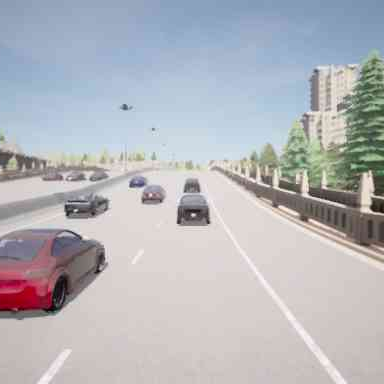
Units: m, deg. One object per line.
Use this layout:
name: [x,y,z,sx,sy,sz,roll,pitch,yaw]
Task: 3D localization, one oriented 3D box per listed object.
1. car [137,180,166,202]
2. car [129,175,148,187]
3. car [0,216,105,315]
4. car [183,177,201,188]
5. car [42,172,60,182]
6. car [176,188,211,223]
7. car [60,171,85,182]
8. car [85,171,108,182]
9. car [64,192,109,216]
car: [-3.430,0.049,30.081,2.033,1.411,5.357,0,6,0]
car: [-6.947,-1.490,43.575,1.994,1.385,4.181,0,7,0]
car: [-3.405,1.510,7.616,1.994,1.385,4.181,0,1,0]
car: [0.028,-0.917,38.117,1.837,1.490,4.892,0,7,0]
car: [-21.110,-2.287,50.501,1.994,1.385,4.181,0,7,0]
car: [0.081,0.870,19.880,1.882,1.535,5.008,0,4,0]
car: [-17.614,-2.356,50.456,2.128,1.511,4.902,0,7,0]
car: [-14.117,-2.371,50.449,1.882,1.535,5.008,0,7,0]
car: [-6.921,0.722,22.253,2.128,1.511,4.902,0,5,0]
